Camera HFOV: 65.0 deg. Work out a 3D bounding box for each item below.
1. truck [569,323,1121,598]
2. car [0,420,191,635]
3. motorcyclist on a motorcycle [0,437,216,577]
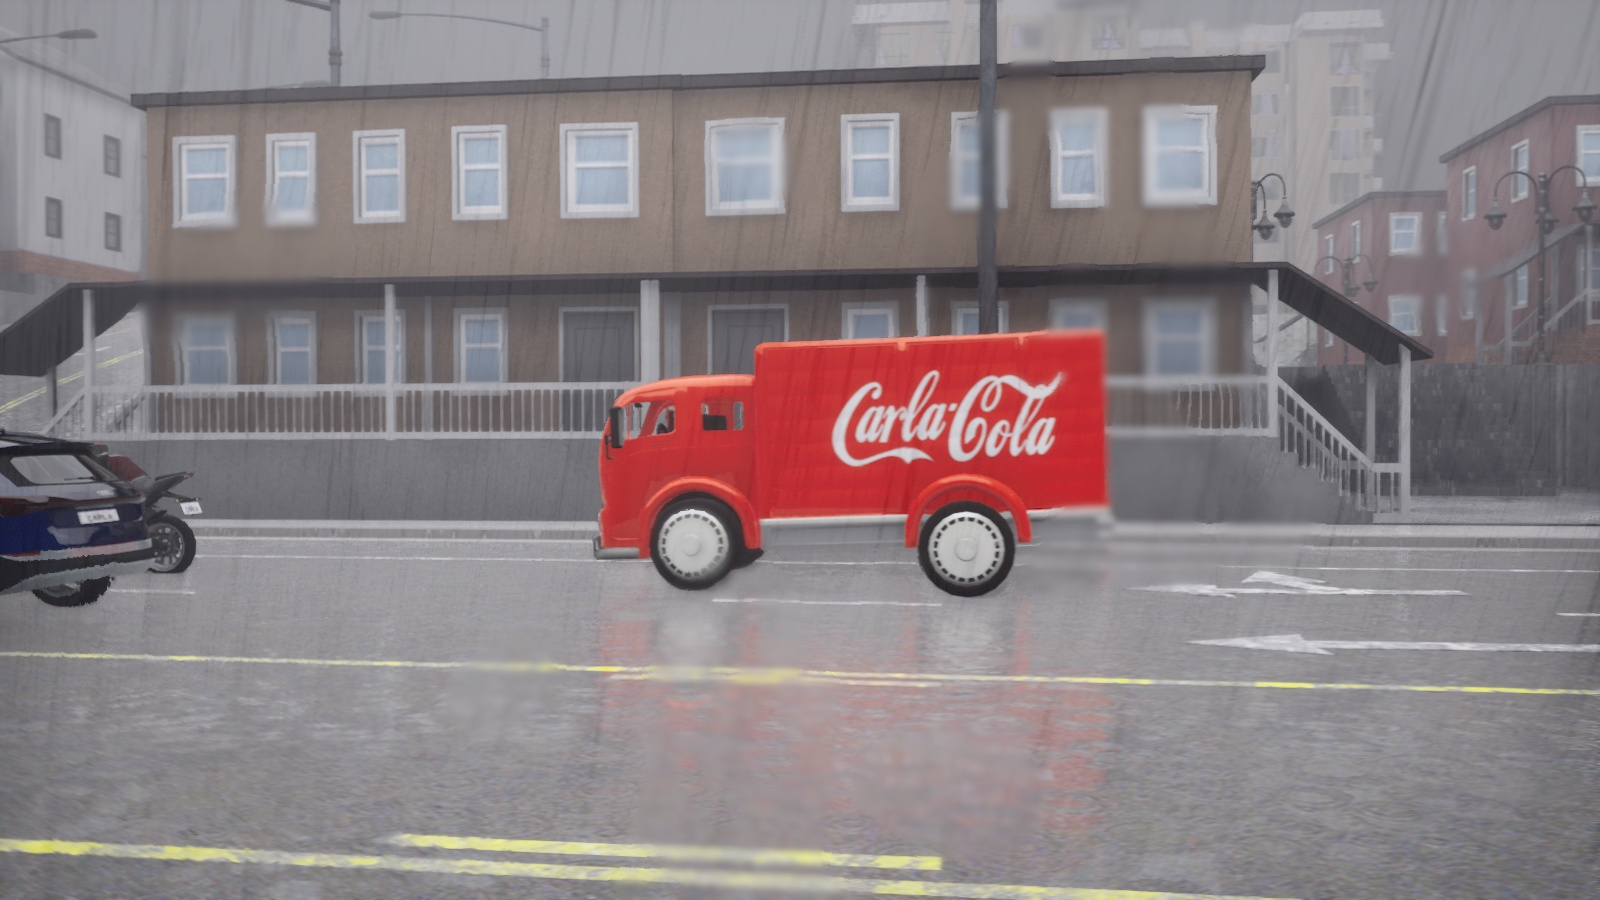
[{"bbox_3d":[0.536,0.127,13.241,5.204,2.467,2.627,-2,1,8],"label":"truck"},{"bbox_3d":[-8.183,0.567,10.956,4.856,1.649,2.033,0,1,8],"label":"car"},{"bbox_3d":[-7.972,0.624,14.426,2.191,1.530,0.866,0,1,10],"label":"motorcyclist on a motorcycle"}]
